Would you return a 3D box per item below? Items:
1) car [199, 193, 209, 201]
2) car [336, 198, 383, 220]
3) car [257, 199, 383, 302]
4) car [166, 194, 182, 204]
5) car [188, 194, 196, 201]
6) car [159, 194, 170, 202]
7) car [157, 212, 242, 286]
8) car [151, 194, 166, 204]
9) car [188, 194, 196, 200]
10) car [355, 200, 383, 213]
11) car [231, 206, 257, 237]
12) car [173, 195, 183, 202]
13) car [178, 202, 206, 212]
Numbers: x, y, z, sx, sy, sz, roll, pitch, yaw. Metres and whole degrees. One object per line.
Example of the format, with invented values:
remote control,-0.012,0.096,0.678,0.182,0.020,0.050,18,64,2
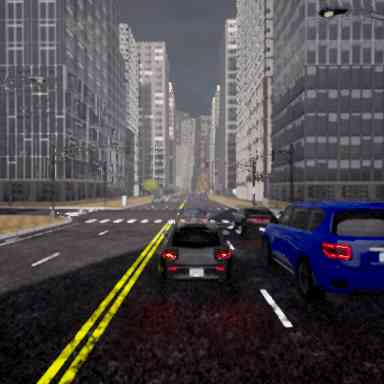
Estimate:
car,3.204,1.518,81.579,1.812,1.442,4.674,0,0,0
car,16.185,1.547,30.380,5.009,1.841,2.192,1,0,1
car,3.350,1.225,8.404,2.150,2.045,5.566,0,0,0
car,-3.320,1.361,64.231,2.097,1.767,4.553,0,0,0
car,-0.046,1.518,81.578,1.812,1.442,4.674,0,0,0
car,-6.545,1.357,79.636,2.097,1.767,4.553,0,0,0
car,0.096,1.530,9.326,1.812,1.442,4.674,0,0,0
car,-6.567,1.361,64.173,2.097,1.767,4.553,0,0,0
car,-0.053,1.367,91.578,2.033,1.411,5.357,0,0,0
car,21.788,1.679,38.669,4.829,1.417,1.752,1,0,1
car,3.342,1.512,18.263,1.837,1.490,4.892,0,0,0
car,-3.295,1.542,79.662,2.033,1.411,5.357,0,0,0
car,0.092,1.556,19.534,2.033,1.411,5.357,0,0,0
